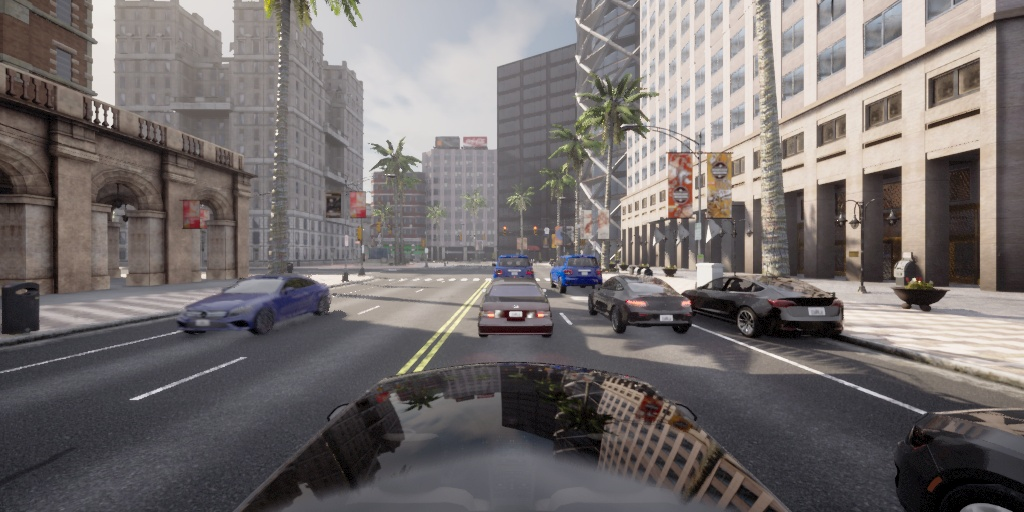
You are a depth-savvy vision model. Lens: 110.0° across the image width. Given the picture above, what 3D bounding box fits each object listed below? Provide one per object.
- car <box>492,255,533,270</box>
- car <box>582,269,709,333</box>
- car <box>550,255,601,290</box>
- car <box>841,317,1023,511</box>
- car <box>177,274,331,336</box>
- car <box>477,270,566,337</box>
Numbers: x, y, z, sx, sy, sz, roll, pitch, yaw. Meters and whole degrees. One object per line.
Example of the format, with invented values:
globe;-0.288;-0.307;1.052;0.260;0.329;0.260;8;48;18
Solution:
car;0.048;0.971;20.455;2.150;2.045;5.566;0;0;-2
car;3.564;1.276;10.625;1.812;1.442;4.674;0;0;-1
car;3.547;0.971;20.589;2.150;2.045;5.566;0;0;-2
car;3.600;1.255;0.450;1.837;1.490;4.892;0;0;0
car;-7.120;1.275;10.580;1.812;1.442;4.674;0;0;0
car;0.070;1.297;10.235;2.033;1.411;5.357;0;0;0
